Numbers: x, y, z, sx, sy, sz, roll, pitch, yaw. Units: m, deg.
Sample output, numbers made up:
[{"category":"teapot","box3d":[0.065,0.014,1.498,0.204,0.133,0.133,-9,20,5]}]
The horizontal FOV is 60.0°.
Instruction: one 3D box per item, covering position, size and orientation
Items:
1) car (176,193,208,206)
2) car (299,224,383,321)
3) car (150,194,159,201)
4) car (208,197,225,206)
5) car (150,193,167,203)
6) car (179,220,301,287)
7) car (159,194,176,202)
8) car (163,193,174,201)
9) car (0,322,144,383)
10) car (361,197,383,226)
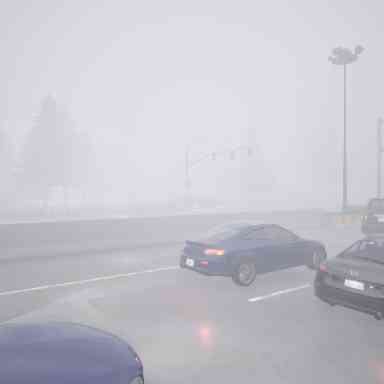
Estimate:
[{"category":"car","box3d":[-0.064,1.221,54.762,2.150,2.045,5.566,0,0,-28]},{"category":"car","box3d":[4.431,1.564,6.902,4.181,1.385,1.994,0,0,-35]},{"category":"car","box3d":[-9.334,1.355,82.397,2.097,1.767,4.553,0,0,-10]},{"category":"car","box3d":[3.295,1.547,55.813,2.033,1.411,5.357,0,0,-29]},{"category":"car","box3d":[-7.275,1.540,72.704,2.033,1.411,5.357,0,0,-18]},{"category":"car","box3d":[1.833,1.526,9.348,4.674,1.442,1.812,0,0,-35]},{"category":"car","box3d":[-4.208,1.601,63.591,1.895,1.301,4.718,0,0,-22]},{"category":"car","box3d":[-6.030,1.225,83.924,2.150,2.045,5.566,0,0,-10]},{"category":"car","box3d":[-2.500,1.526,1.928,4.674,1.442,1.812,0,0,-36]},{"category":"car","box3d":[9.919,1.222,15.111,5.566,2.045,2.150,0,0,-35]}]
